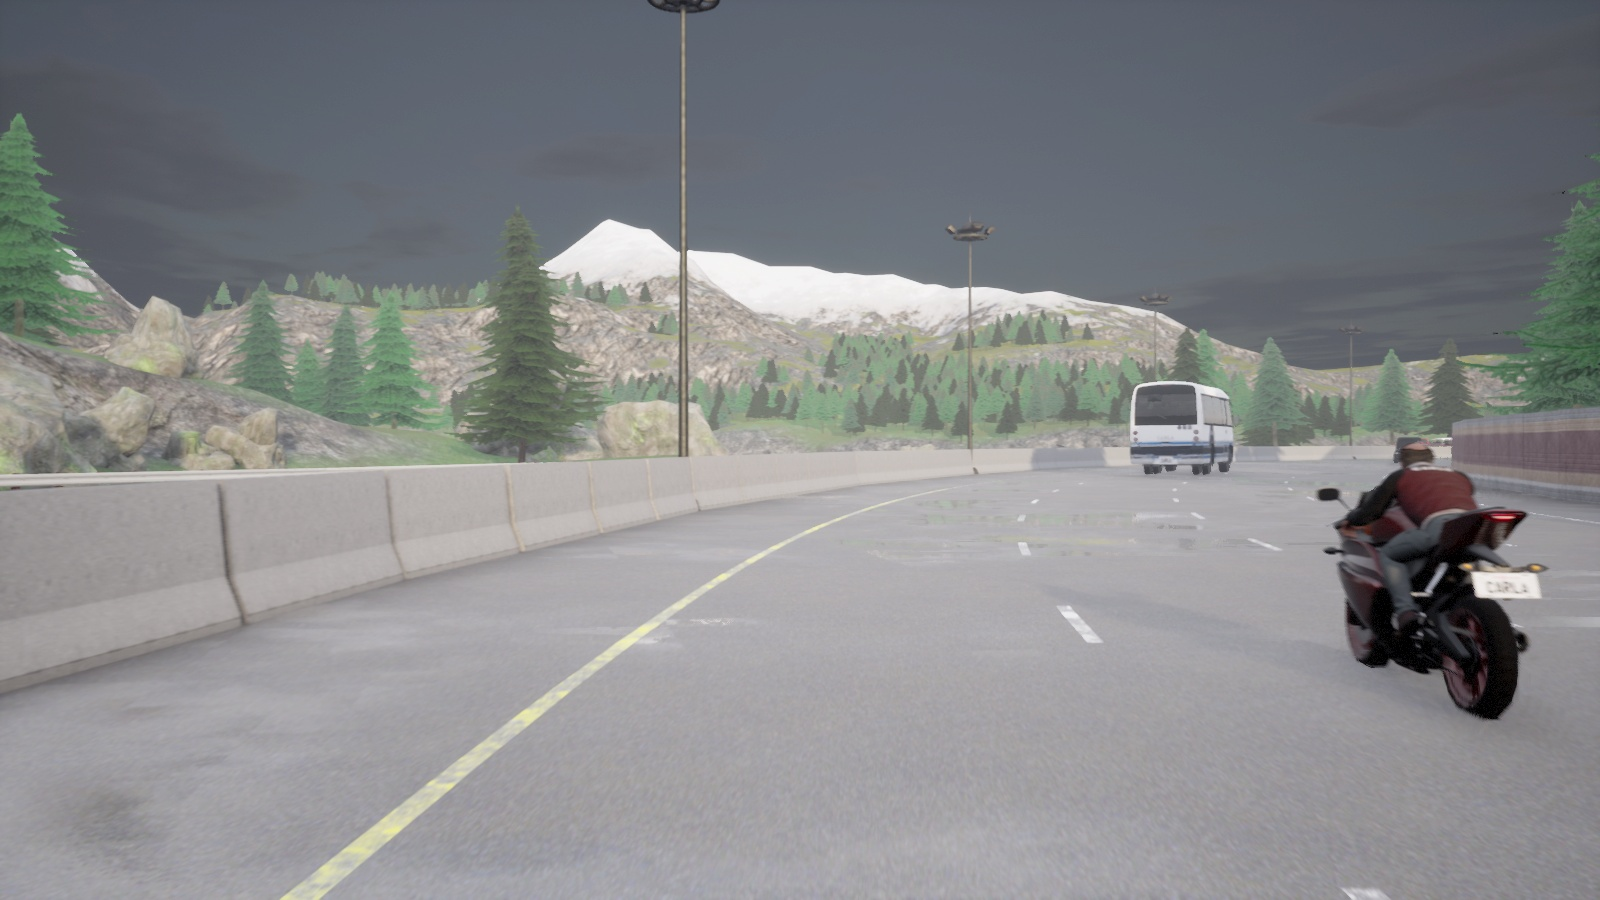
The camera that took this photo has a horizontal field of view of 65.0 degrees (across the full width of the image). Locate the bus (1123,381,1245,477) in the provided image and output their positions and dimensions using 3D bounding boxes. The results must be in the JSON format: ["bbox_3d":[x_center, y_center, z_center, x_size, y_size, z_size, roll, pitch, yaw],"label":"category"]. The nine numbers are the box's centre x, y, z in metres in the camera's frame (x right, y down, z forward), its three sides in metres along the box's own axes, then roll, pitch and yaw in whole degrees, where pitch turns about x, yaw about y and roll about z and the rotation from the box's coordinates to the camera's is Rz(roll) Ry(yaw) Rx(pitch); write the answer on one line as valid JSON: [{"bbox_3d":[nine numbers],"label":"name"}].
[{"bbox_3d":[18.940,-0.953,61.338,3.944,4.253,10.273,0,0,27],"label":"bus"}]

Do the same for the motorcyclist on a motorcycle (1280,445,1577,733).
[{"bbox_3d":[3.797,0.742,7.851,0.866,1.530,2.191,1,0,4],"label":"motorcyclist on a motorcycle"}]
